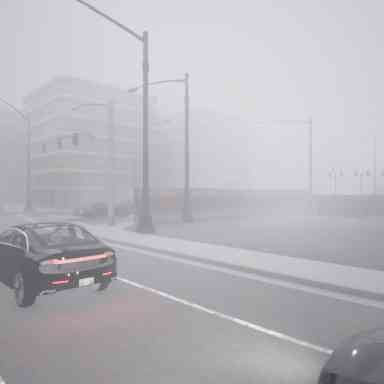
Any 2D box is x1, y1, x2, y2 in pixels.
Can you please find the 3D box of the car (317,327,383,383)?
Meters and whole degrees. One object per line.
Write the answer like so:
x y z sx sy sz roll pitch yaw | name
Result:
3.157 1.505 1.611 4.892 1.490 1.837 0 0 38 | car

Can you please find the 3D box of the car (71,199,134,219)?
-7.530 1.548 28.626 5.357 1.411 2.033 0 0 -44 | car

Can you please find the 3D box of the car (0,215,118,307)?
-3.666 1.492 8.089 2.128 1.511 4.902 0 0 -43 | car

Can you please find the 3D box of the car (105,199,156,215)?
-6.390 1.492 34.896 4.902 1.511 2.128 0 0 -44 | car
